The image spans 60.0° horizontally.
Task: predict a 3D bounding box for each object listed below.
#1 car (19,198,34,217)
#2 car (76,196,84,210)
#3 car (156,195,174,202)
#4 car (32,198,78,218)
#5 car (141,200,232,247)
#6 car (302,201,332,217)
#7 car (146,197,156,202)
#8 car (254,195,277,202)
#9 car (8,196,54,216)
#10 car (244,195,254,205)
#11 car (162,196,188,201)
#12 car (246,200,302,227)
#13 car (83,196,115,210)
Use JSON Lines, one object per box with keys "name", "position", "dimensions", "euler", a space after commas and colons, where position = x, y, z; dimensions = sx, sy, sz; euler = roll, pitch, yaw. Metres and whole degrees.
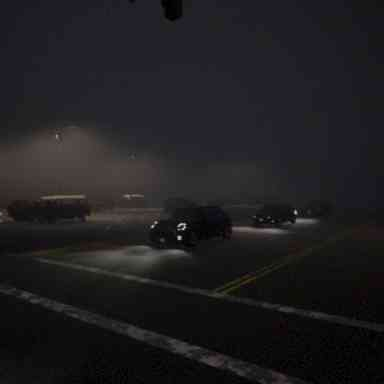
{"name": "car", "position": [-17.830, 1.771, 39.452], "dimensions": [1.784, 1.438, 3.905], "euler": [-1, 0, 37]}
{"name": "car", "position": [-17.767, 1.876, 58.191], "dimensions": [1.784, 1.438, 3.905], "euler": [-1, 0, 37]}
{"name": "car", "position": [-5.046, 1.625, 70.484], "dimensions": [1.905, 1.878, 3.866], "euler": [-1, 0, 37]}
{"name": "car", "position": [-15.507, 1.772, 37.724], "dimensions": [1.970, 1.475, 3.806], "euler": [-1, 0, 37]}
{"name": "car", "position": [0.042, 1.467, 15.966], "dimensions": [2.097, 1.767, 4.553], "euler": [-1, 0, 36]}
{"name": "car", "position": [12.133, 1.592, 32.329], "dimensions": [2.128, 1.511, 4.902], "euler": [-1, 0, 37]}
{"name": "car", "position": [-7.361, 1.895, 72.219], "dimensions": [1.970, 1.475, 3.806], "euler": [-1, 0, 37]}
{"name": "car", "position": [13.013, 1.386, 57.036], "dimensions": [1.932, 1.855, 4.605], "euler": [-1, 0, 37]}
{"name": "car", "position": [-20.015, 1.588, 41.014], "dimensions": [1.932, 1.855, 4.605], "euler": [-1, 0, 37]}
{"name": "car", "position": [10.723, 1.419, 58.806], "dimensions": [1.905, 1.878, 3.866], "euler": [-1, 0, 37]}
{"name": "car", "position": [-1.868, 1.700, 46.402], "dimensions": [1.970, 1.475, 3.806], "euler": [-1, 0, 37]}
{"name": "car", "position": [6.029, 1.613, 24.076], "dimensions": [1.837, 1.490, 4.892], "euler": [-1, 0, 36]}
{"name": "car", "position": [-15.483, 1.635, 56.412], "dimensions": [1.932, 1.855, 4.605], "euler": [-1, 0, 37]}
